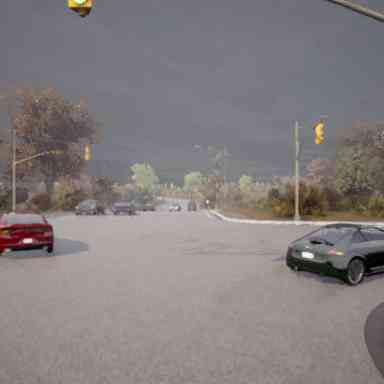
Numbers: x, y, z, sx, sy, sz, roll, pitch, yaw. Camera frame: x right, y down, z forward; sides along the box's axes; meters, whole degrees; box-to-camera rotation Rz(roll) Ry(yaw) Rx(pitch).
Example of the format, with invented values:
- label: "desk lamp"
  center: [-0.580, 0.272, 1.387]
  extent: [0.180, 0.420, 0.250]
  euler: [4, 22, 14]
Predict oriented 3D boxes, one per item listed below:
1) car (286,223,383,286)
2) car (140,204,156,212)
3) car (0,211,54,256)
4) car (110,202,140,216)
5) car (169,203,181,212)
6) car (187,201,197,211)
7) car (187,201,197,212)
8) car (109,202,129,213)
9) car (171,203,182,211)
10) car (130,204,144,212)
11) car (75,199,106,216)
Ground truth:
- label: "car"
  center: [4.734, 1.601, 9.583]
  extent: [4.181, 1.385, 1.994]
  euler: [0, 0, -30]
- label: "car"
  center: [-7.039, 2.622, 55.290]
  extent: [2.033, 1.411, 5.357]
  euler: [0, -3, 1]
- label: "car"
  center: [-6.925, 1.518, 13.475]
  extent: [1.882, 1.535, 5.008]
  euler: [1, 0, -32]
- label: "car"
  center: [-7.122, 1.760, 35.576]
  extent: [2.033, 1.411, 5.357]
  euler: [0, -1, -3]
- label: "car"
  center: [-3.508, 3.238, 65.979]
  extent: [1.895, 1.301, 4.718]
  euler: [0, -3, 0]
- label: "car"
  center: [-0.009, 3.221, 76.016]
  extent: [2.150, 2.045, 5.566]
  euler: [0, -3, 0]
- label: "car"
  center: [-0.008, 3.105, 65.538]
  extent: [2.128, 1.511, 4.902]
  euler: [0, -3, 0]
- label: "car"
  center: [-10.584, 2.254, 48.676]
  extent: [1.812, 1.442, 4.674]
  euler: [0, -3, 0]
- label: "car"
  center: [-3.509, 3.348, 75.949]
  extent: [2.097, 1.767, 4.553]
  euler: [0, -3, 0]
- label: "car"
  center: [-10.528, 3.019, 63.847]
  extent: [1.837, 1.490, 4.892]
  euler: [0, -3, 1]
- label: "car"
  center: [-10.601, 1.549, 34.824]
  extent: [2.097, 1.767, 4.553]
  euler: [0, -2, 0]
